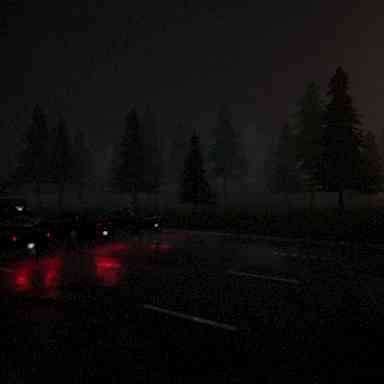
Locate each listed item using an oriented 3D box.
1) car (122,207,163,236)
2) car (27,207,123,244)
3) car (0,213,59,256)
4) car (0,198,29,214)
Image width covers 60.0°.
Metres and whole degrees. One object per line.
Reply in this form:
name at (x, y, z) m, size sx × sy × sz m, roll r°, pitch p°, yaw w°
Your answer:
car at (-3.918, 1.629, 19.558) m, size 4.902 × 1.511 × 2.128 m, roll -1°, pitch 0°, yaw 36°
car at (-5.958, 1.644, 16.714) m, size 4.892 × 1.490 × 1.837 m, roll 0°, pitch 0°, yaw 36°
car at (-7.831, 1.736, 13.749) m, size 4.718 × 1.301 × 1.895 m, roll -1°, pitch 0°, yaw 36°
car at (-15.912, 1.493, 28.103) m, size 5.566 × 2.045 × 2.150 m, roll 0°, pitch 0°, yaw 35°
